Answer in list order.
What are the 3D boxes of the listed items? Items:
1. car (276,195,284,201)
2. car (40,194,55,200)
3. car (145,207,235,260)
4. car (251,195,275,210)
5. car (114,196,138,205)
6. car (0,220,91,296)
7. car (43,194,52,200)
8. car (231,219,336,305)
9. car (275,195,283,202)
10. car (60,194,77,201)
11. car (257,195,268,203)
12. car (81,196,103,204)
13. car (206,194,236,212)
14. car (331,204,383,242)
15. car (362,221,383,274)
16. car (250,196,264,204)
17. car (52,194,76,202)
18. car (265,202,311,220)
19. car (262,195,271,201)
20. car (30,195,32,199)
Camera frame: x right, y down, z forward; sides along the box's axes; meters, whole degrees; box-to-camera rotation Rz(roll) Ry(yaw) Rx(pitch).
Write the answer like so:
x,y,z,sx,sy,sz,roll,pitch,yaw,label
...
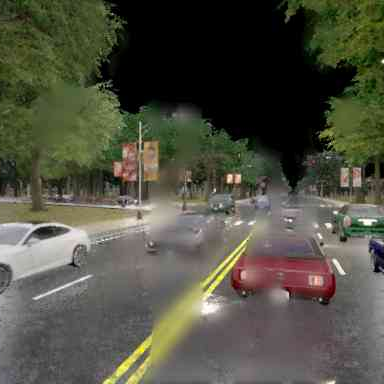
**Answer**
x,y,z,sx,sy,sz,roll,pitch,yaw,label
22.303,1.489,84.195,1.882,1.535,5.008,0,0,17,car
-37.146,1.252,85.526,4.181,1.385,1.994,0,0,40,car
0.081,1.547,12.882,2.033,1.411,5.357,0,0,17,car
8.966,1.513,41.687,1.812,1.442,4.674,0,0,18,car
-10.847,1.361,54.682,4.902,1.511,2.128,0,0,41,car
-4.538,1.526,8.862,1.812,1.442,4.674,0,0,17,car
-31.653,1.259,76.620,4.674,1.442,1.812,0,0,40,car
2.270,1.601,8.215,1.895,1.301,4.718,0,0,17,car
15.546,1.553,62.573,2.033,1.411,5.357,0,0,18,car
-29.273,1.260,78.865,4.674,1.442,1.812,0,0,40,car
15.442,1.486,73.059,1.882,1.535,5.008,0,0,17,car
-18.268,1.422,60.973,4.718,1.301,1.895,0,0,41,car
3.062,1.221,33.735,2.150,2.045,5.566,0,0,17,car
8.098,1.352,16.198,2.097,1.767,4.553,0,0,17,car
5.477,1.601,7.599,1.895,1.301,4.718,0,0,17,car
12.473,1.554,63.623,2.033,1.411,5.357,0,0,18,car
-26.003,1.300,67.583,4.674,1.442,1.812,0,0,40,car
4.964,1.505,17.073,1.837,1.490,4.892,0,0,17,car
18.487,1.534,82.863,1.812,1.442,4.674,0,0,17,car
-39.247,1.253,83.046,4.181,1.385,1.994,0,0,40,car
